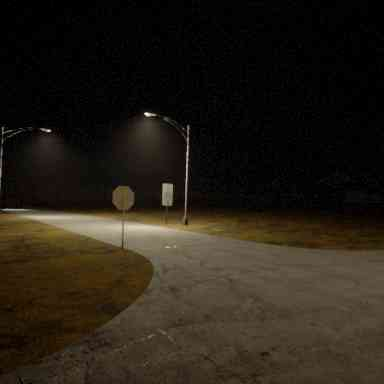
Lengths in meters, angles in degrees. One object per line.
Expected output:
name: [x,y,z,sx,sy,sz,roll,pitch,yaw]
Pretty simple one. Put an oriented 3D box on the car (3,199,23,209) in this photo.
car: [-24.683,1.596,45.762,1.994,1.385,4.181,3,-2,-36]
